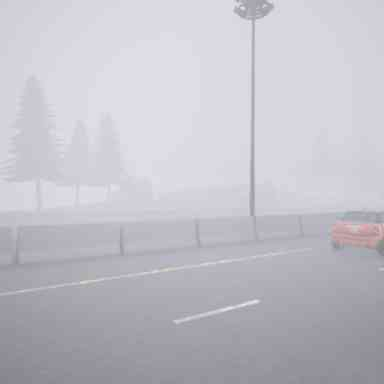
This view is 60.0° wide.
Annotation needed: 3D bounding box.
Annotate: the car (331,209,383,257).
[{"bbox_3d":[7.821,1.483,13.725,4.553,1.767,2.097,1,0,-35],"label":"car"}]
